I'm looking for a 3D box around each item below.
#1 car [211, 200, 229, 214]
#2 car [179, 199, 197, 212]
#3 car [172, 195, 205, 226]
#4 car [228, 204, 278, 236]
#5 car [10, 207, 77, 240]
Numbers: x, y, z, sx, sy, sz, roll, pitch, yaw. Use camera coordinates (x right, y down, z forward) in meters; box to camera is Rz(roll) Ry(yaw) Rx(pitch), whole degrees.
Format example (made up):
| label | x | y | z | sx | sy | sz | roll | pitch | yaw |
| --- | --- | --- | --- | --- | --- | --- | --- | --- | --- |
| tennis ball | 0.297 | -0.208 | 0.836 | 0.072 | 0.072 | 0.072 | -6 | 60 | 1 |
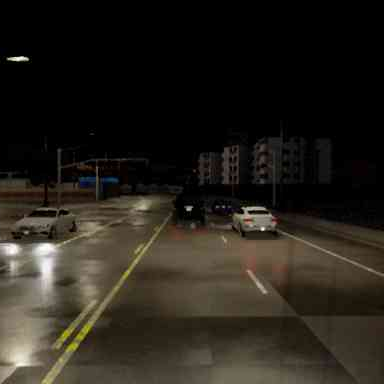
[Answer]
| label | x | y | z | sx | sy | sz | roll | pitch | yaw |
| --- | --- | --- | --- | --- | --- | --- | --- | --- | --- |
| car | 3.092 | 1.523 | 35.520 | 2.033 | 1.411 | 5.357 | 0 | 0 | -1 |
| car | -0.452 | 1.520 | 38.759 | 1.994 | 1.385 | 4.181 | 0 | 0 | 0 |
| car | -0.244 | 1.214 | 23.760 | 2.150 | 2.045 | 5.566 | 0 | 0 | -1 |
| car | 3.328 | 1.520 | 18.108 | 1.812 | 1.442 | 4.674 | 0 | 0 | -1 |
| car | -7.358 | 1.522 | 17.044 | 1.812 | 1.442 | 4.674 | 0 | 0 | -1 |
